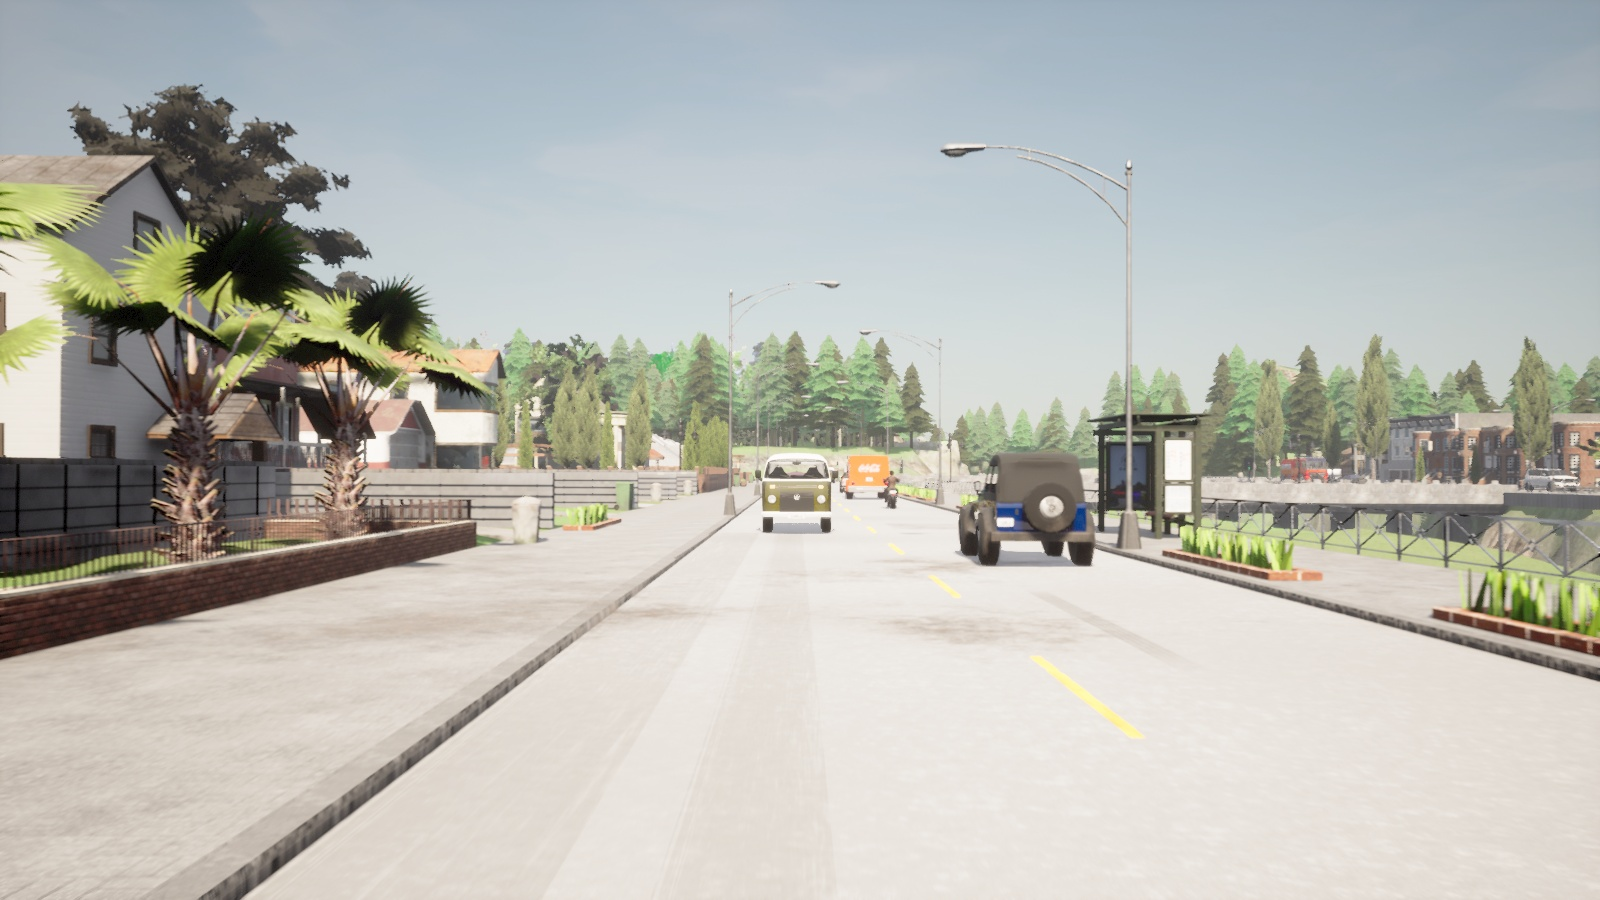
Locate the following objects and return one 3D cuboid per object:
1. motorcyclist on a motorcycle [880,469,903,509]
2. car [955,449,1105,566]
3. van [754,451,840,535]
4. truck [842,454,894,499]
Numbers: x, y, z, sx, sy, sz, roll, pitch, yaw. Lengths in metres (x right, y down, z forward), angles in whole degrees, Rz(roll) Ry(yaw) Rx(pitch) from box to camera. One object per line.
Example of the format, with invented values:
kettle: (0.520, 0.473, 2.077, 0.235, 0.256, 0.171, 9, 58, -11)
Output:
motorcyclist on a motorcycle: (3.875, 1.642, 53.283, 0.766, 1.649, 2.350, 0, -1, 0)
car: (3.947, 0.966, 22.178, 1.905, 1.878, 3.866, 0, -1, 0)
van: (-0.078, 1.087, 32.753, 2.069, 2.038, 4.480, 0, -1, 0)
truck: (3.830, 1.514, 71.790, 2.627, 2.467, 5.204, 0, -1, 0)
